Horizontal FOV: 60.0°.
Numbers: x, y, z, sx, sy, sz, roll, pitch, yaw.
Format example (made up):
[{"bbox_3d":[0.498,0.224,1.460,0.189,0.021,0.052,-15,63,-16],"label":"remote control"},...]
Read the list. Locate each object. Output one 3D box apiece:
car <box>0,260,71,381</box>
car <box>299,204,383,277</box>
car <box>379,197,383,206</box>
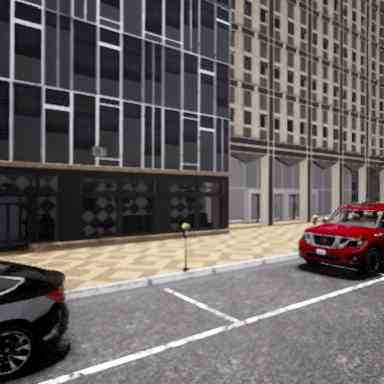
[{"bbox_3d":[-3.700,1.565,3.918,4.313,1.339,1.947,0,0,-35],"label":"car"},{"bbox_3d":[5.567,1.320,10.520,5.009,1.841,2.192,0,0,-35],"label":"car"},{"bbox_3d":[30.994,1.506,49.846,1.752,1.417,4.829,1,0,-36],"label":"car"}]
